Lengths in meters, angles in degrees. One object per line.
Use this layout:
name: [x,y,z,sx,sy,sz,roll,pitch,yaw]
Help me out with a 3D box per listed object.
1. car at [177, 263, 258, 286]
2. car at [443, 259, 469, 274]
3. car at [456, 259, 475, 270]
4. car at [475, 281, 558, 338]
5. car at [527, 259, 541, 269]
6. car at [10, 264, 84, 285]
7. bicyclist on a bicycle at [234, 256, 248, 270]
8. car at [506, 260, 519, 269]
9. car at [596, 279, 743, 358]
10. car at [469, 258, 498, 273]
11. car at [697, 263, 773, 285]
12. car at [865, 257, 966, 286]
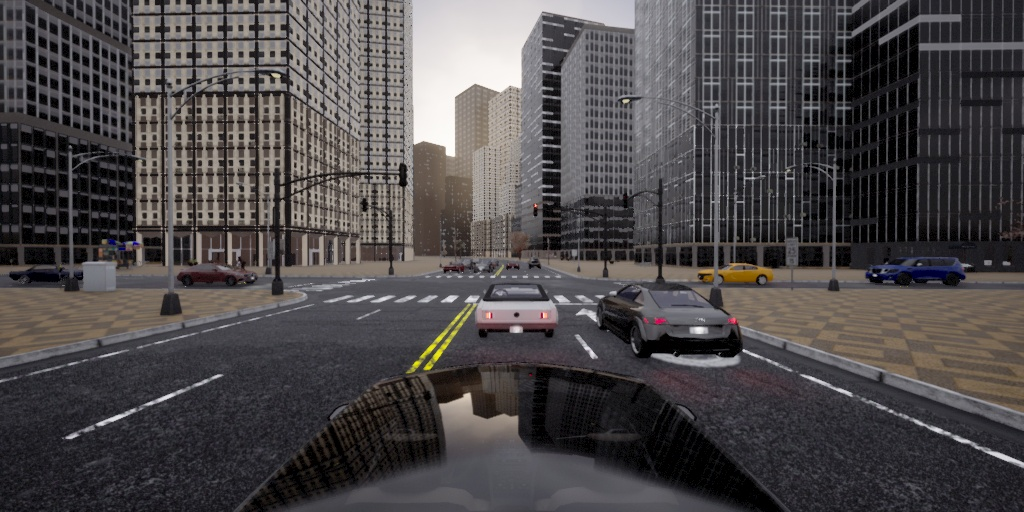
car: [-19.480,1.189,23.768,4.674,1.442,1.812,0,0,1]
car: [-6.578,1.312,41.200,1.895,1.301,4.718,0,0,3]
car: [-6.565,1.183,51.280,2.128,1.511,4.902,0,0,0]
car: [0.101,1.346,10.184,1.895,1.301,4.718,0,0,0]
car: [3.366,1.187,55.058,1.837,1.490,4.892,0,0,0]
car: [-30.157,1.214,24.039,4.718,1.301,1.895,0,0,1]
bicyclist on a bicycle: [-24.699,0.865,32.633,0.582,1.620,1.656,0,1,1]
car: [0.116,1.287,53.499,1.895,1.301,4.718,0,0,0]
car: [3.356,1.311,8.471,1.994,1.385,4.181,0,0,0]
car: [-3.275,1.202,41.879,2.128,1.511,4.902,0,0,3]
car: [16.316,1.280,26.347,5.008,1.535,1.882,0,0,1]
car: [29.226,1.085,26.066,5.566,2.045,2.150,1,0,1]
